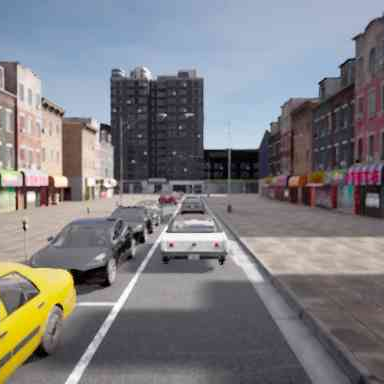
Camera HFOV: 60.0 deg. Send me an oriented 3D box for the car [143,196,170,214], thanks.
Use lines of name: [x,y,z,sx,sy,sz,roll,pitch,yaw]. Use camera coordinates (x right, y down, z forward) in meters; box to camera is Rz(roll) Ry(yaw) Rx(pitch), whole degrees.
car: [-2.642,1.183,19.791,2.008,1.369,4.403,0,1,0]

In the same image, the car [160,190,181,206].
car: [-2.756,0.629,39.105,2.097,1.767,4.553,0,1,0]

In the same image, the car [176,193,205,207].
car: [0.062,1.064,26.099,2.033,1.411,5.357,0,1,0]

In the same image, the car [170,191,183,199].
car: [-2.648,0.496,57.950,1.947,1.339,4.313,0,1,0]

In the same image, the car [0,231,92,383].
car: [-2.640,1.462,3.267,1.752,1.417,4.829,0,1,0]

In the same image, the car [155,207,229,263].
car: [0.062,1.395,11.039,1.895,1.301,4.718,0,1,0]

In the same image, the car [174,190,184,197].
car: [-2.650,0.295,68.852,1.947,1.339,4.313,0,1,0]

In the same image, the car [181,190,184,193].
car: [-2.647,0.612,52.499,1.802,1.307,4.206,0,1,0]

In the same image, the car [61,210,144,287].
car: [-2.641,1.399,8.889,1.947,1.339,4.313,0,1,0]

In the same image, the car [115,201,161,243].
car: [-2.642,1.299,14.340,1.947,1.339,4.313,0,1,0]
